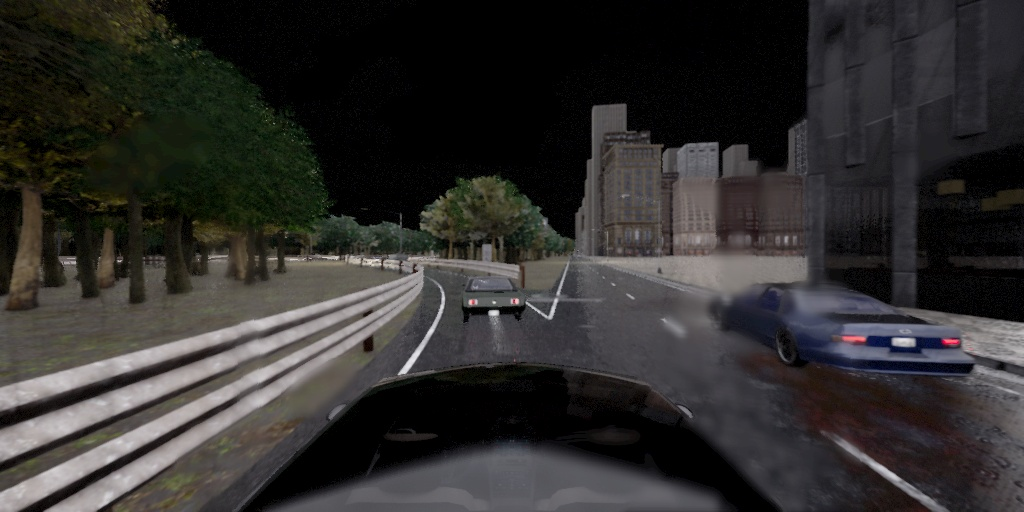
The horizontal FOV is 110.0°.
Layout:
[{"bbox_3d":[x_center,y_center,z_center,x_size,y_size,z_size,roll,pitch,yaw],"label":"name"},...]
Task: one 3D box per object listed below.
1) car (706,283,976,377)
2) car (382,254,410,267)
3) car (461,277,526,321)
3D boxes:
[{"bbox_3d":[5.993,1.276,7.593,2.033,1.411,5.357,0,0,9],"label":"car"},{"bbox_3d":[-16.902,0.701,52.833,2.150,2.045,5.566,0,1,-36],"label":"car"},{"bbox_3d":[-0.797,1.359,12.510,1.895,1.301,4.718,0,0,-7],"label":"car"}]
